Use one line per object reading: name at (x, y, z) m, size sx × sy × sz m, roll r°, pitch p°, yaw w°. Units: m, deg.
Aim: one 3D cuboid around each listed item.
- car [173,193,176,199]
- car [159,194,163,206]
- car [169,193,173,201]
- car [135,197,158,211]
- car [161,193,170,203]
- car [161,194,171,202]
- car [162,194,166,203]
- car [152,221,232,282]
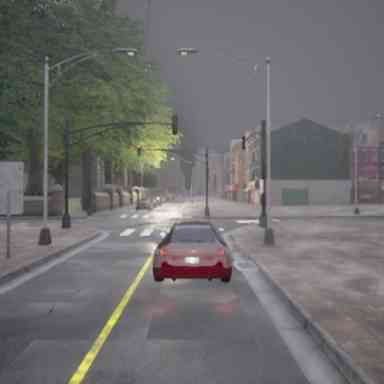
car at (-5.827, 1.282, 84.032) m, size 1.967 × 1.590 × 4.097 m, roll 1°, pitch 0°, yaw 0°
car at (-5.530, 1.414, 45.881) m, size 2.008 × 1.369 × 4.403 m, roll 1°, pitch 0°, yaw 0°
car at (-5.696, 1.151, 67.681) m, size 2.192 × 1.841 × 5.009 m, roll 1°, pitch 0°, yaw 0°
car at (-5.502, 1.430, 38.746) m, size 2.008 × 1.369 × 4.403 m, roll 1°, pitch 0°, yaw 0°
car at (-5.659, 1.421, 62.231) m, size 1.802 × 1.307 × 4.206 m, roll 1°, pitch 0°, yaw 0°
car at (-5.741, 1.276, 73.132) m, size 1.967 × 1.590 × 4.097 m, roll 1°, pitch 0°, yaw 0°
car at (-5.573, 1.418, 51.331) m, size 1.947 × 1.339 × 4.313 m, roll 1°, pitch 0°, yaw 0°
car at (0.023, 1.529, 9.663) m, size 1.994 × 1.385 × 4.181 m, roll 0°, pitch 0°, yaw 1°
